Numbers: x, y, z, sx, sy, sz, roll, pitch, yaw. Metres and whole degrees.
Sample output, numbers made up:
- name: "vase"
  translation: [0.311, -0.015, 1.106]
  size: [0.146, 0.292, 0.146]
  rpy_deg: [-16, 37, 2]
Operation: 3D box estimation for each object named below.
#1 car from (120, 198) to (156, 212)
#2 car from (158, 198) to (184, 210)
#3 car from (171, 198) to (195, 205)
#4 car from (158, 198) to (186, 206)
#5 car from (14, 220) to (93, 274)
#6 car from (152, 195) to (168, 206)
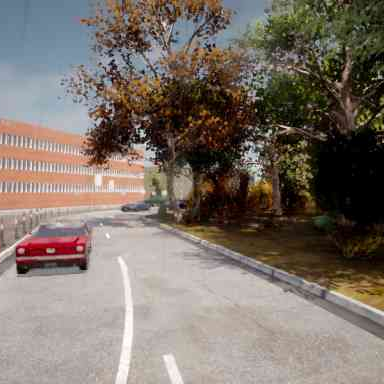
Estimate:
- name: "car"
  translation: [-7.094, 1.806, 42.652]
  size: [2.033, 1.411, 5.357]
  rpy_deg: [0, 0, 20]
- name: "car"
  translation: [-2.393, 1.893, 45.807]
  size: [1.895, 1.301, 4.718]
  rpy_deg: [0, 0, 21]
- name: "car"
  translation: [-1.825, 1.918, 69.230]
  size: [4.674, 1.452, 2.002]
  rpy_deg: [0, 0, 21]
- name: "car"
  translation: [-3.817, 1.856, 63.942]
  size: [5.008, 1.535, 2.097]
  rpy_deg: [0, 0, 21]
- name: "car"
  translation: [-4.284, 1.625, 10.887]
  size: [1.895, 1.301, 4.718]
  rpy_deg: [0, 0, -15]
- name: "car"
  translation: [-5.827, 1.579, 58.660]
  size: [5.566, 2.045, 2.435]
  rpy_deg: [0, 0, 21]
